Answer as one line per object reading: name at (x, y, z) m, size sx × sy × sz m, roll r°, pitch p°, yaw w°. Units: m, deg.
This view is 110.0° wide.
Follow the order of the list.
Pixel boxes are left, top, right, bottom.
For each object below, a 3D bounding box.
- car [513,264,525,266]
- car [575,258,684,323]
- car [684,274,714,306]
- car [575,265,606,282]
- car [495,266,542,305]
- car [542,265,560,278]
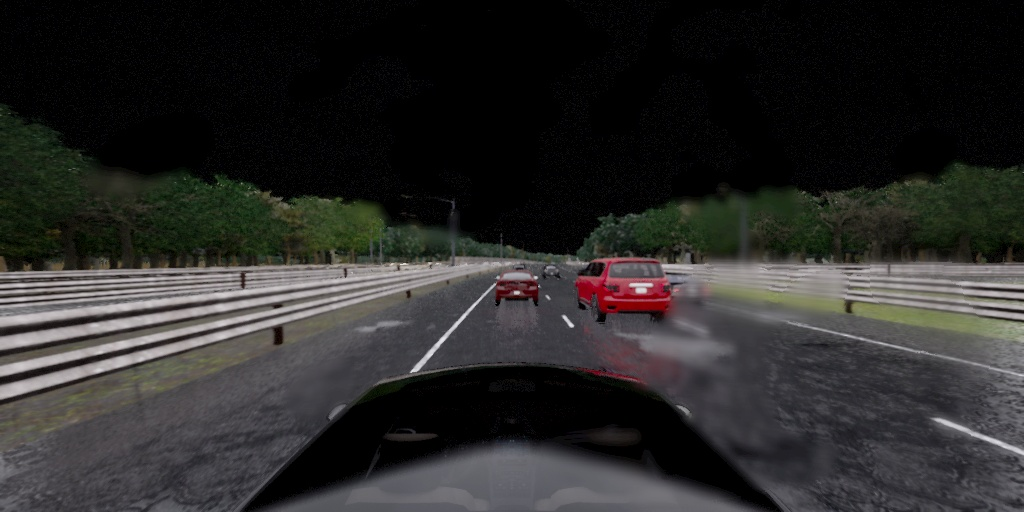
car at (0.851, 1.701, 40.685) m, size 1.837 × 1.490 × 4.892 m, roll 0°, pitch -1°, yaw 2°
car at (3.675, 1.098, 12.792) m, size 2.150 × 2.045 × 5.566 m, roll 0°, pitch -1°, yaw 1°
car at (7.230, 1.472, 16.775) m, size 2.033 × 1.411 × 5.357 m, roll 0°, pitch -1°, yaw 1°
car at (7.669, 1.631, 35.357) m, size 2.128 × 1.511 × 4.902 m, roll 0°, pitch -1°, yaw 2°
car at (0.239, 1.405, 17.347) m, size 1.882 × 1.535 × 5.008 m, roll 0°, pitch -1°, yaw 1°
car at (4.353, 1.726, 40.724) m, size 1.812 × 1.442 × 4.674 m, roll 0°, pitch -1°, yaw 2°
